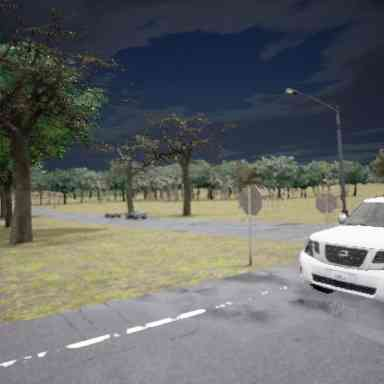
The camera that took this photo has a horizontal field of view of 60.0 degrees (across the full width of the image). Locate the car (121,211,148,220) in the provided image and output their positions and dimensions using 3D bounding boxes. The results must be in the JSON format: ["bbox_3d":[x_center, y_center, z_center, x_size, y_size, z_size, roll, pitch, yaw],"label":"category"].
[{"bbox_3d":[-8.979,3.781,53.523,2.033,1.411,5.357,-2,-1,-34],"label":"car"}]

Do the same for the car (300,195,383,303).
[{"bbox_3d":[4.791,1.089,7.295,5.566,2.045,2.150,0,0,-35],"label":"car"}]

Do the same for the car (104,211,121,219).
[{"bbox_3d":[-14.873,4.269,62.193,1.895,1.301,4.718,-2,-1,-34],"label":"car"}]
